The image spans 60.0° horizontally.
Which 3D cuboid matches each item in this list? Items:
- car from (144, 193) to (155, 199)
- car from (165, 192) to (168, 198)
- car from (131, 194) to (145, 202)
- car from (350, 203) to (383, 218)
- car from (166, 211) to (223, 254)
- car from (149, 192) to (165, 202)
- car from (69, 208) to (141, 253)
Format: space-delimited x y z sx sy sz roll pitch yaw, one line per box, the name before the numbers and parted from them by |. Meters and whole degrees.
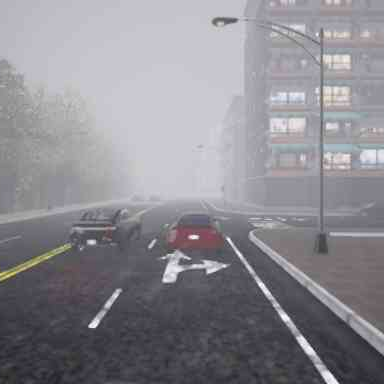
car | -9.736 0.884 75.855 1.994 1.385 4.181 0 0 0
car | -6.486 0.831 75.854 1.837 1.490 4.892 0 0 0
car | -9.777 1.079 60.158 1.895 1.301 4.718 0 0 1
car | 16.305 1.600 29.568 4.206 1.307 1.802 1 0 0
car | 0.185 1.447 13.043 1.994 1.385 4.181 0 1 4
car | -6.530 1.079 60.173 1.895 1.301 4.718 0 0 1
car | -3.197 1.374 13.085 2.128 1.511 4.902 0 1 1
